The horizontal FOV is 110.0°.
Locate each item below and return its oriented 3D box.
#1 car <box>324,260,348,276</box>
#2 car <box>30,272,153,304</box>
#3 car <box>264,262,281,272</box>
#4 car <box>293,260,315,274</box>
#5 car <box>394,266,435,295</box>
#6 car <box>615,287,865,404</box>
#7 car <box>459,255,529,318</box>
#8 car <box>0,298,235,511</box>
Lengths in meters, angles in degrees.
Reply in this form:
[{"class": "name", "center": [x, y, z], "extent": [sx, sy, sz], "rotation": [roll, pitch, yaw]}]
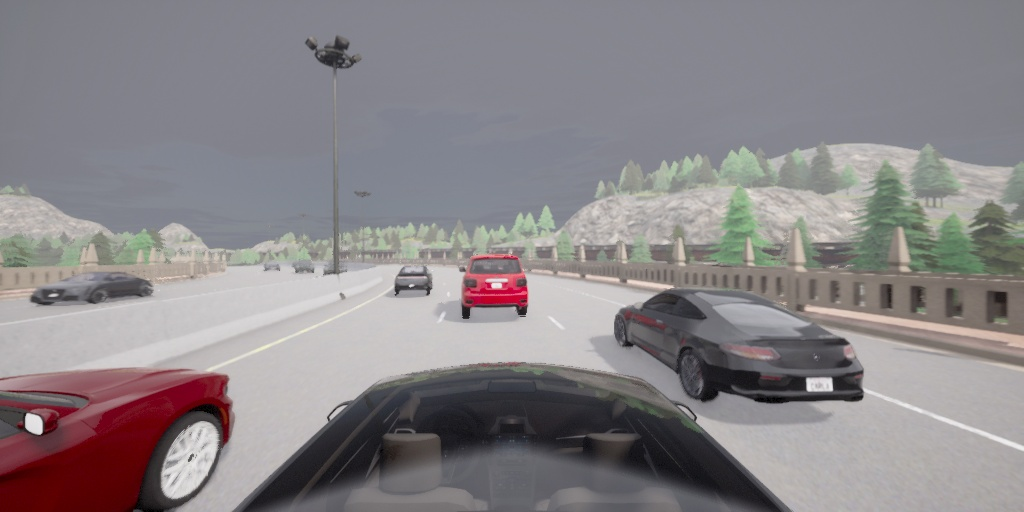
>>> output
[{"class": "car", "center": [-18.047, 1.242, 36.894], "extent": [2.097, 1.767, 4.553], "rotation": [0, 0, -24]}, {"class": "car", "center": [-19.167, 1.427, 16.634], "extent": [1.994, 1.385, 4.181], "rotation": [0, 0, -11]}, {"class": "car", "center": [-36.148, 1.602, 54.071], "extent": [1.812, 1.442, 4.674], "rotation": [-1, 0, -38]}, {"class": "car", "center": [-26.321, 1.322, 45.630], "extent": [2.097, 1.767, 4.553], "rotation": [-1, 0, -30]}, {"class": "car", "center": [-5.395, 1.279, 20.051], "extent": [2.128, 1.511, 4.902], "rotation": [0, 0, -10]}, {"class": "car", "center": [3.314, 1.263, 6.283], "extent": [1.812, 1.442, 4.674], "rotation": [0, 0, -3]}, {"class": "car", "center": [-0.774, 0.980, 13.366], "extent": [2.150, 2.045, 5.566], "rotation": [0, 0, -7]}, {"class": "car", "center": [-3.545, 1.241, 1.319], "extent": [1.882, 1.535, 5.008], "rotation": [0, 0, 0]}]
